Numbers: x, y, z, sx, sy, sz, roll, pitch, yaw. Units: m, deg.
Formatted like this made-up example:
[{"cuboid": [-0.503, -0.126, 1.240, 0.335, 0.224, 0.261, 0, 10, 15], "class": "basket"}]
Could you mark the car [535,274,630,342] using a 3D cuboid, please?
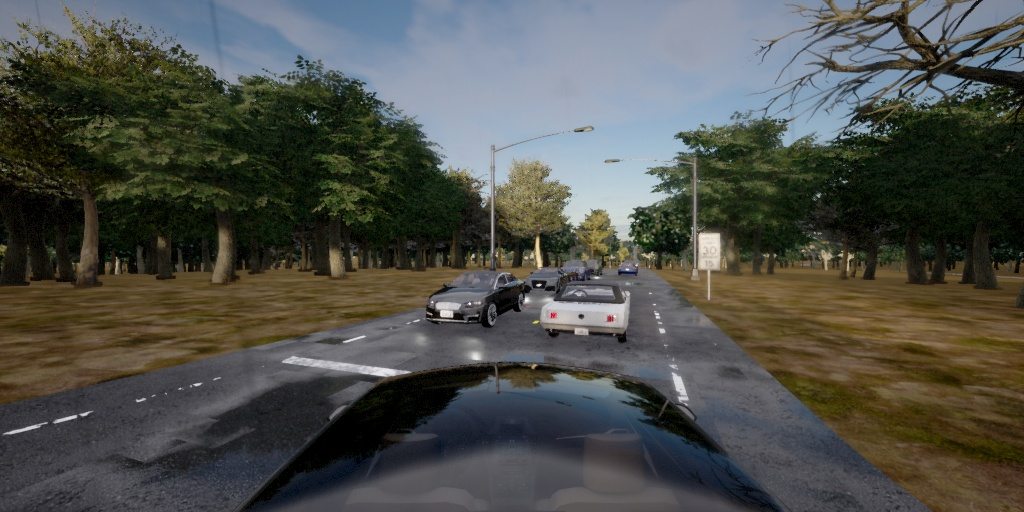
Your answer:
[{"cuboid": [2.250, 1.344, 9.843, 1.895, 1.301, 4.718, 0, 0, 19], "class": "car"}]

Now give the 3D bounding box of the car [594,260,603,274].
[{"cuboid": [8.290, 1.165, 37.636, 2.097, 1.767, 4.553, 0, -1, 20], "class": "car"}]

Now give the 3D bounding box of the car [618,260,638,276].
[{"cuboid": [12.711, 1.416, 39.283, 1.994, 1.385, 4.181, 0, -1, 20], "class": "car"}]

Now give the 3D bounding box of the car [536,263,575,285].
[{"cuboid": [2.033, 1.296, 20.029, 1.994, 1.385, 4.181, 0, 0, 20], "class": "car"}]

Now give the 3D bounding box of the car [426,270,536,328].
[{"cuboid": [-0.950, 1.233, 11.623, 2.128, 1.511, 4.902, 0, 0, 18], "class": "car"}]

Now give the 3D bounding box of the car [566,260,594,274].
[{"cuboid": [4.969, 1.094, 28.330, 2.097, 1.767, 4.553, 0, 0, 20], "class": "car"}]
